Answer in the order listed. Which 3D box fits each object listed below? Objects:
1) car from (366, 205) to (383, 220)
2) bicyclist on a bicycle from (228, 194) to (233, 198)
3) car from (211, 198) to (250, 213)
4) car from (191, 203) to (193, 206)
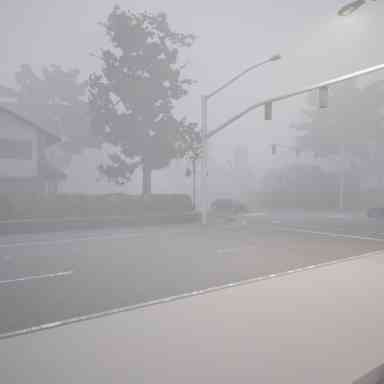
[{"bbox_3d":[16.014,1.430,25.543,2.128,1.511,4.902,0,0,-35],"label":"car"},{"bbox_3d":[5.832,1.176,51.011,1.656,1.620,0.582,0,0,-36],"label":"bicyclist on a bicycle"},{"bbox_3d":[4.055,1.416,35.722,1.837,1.490,4.892,0,0,-36],"label":"car"},{"bbox_3d":[-1.851,1.241,43.762,2.097,1.767,4.553,0,0,-36],"label":"car"}]
